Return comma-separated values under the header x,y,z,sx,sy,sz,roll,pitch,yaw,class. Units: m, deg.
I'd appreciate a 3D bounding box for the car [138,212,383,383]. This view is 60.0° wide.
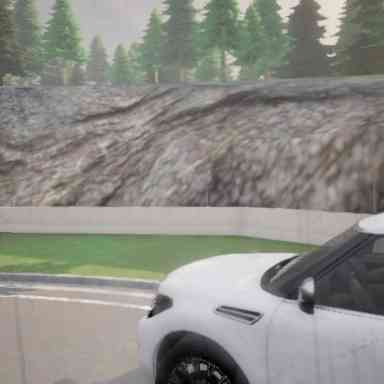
x,y,z,sx,sy,sz,roll,pitch,yaw,class
2.078,1.115,2.592,5.566,2.045,2.150,0,1,36,car
